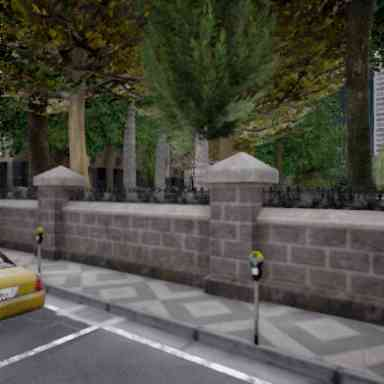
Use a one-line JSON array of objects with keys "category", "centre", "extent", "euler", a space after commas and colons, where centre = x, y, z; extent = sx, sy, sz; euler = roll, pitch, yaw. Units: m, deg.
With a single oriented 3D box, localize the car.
[{"category": "car", "centre": [-4.743, 1.514, 6.379], "extent": [4.829, 1.417, 1.752], "euler": [0, 0, 36]}]
